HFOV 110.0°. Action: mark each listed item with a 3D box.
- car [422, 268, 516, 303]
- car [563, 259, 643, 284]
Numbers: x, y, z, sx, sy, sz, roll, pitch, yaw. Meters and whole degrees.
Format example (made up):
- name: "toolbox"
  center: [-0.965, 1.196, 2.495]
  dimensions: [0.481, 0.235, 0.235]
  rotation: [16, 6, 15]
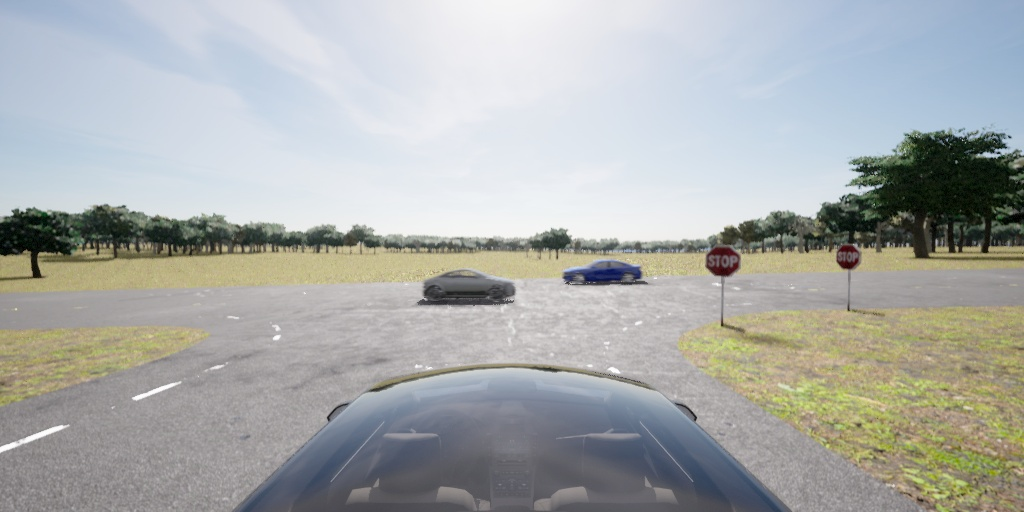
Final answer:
- name: "car"
  center: [-1.905, 1.252, 16.194]
  dimensions: [4.181, 1.385, 1.994]
  rotation: [0, 1, 0]
- name: "car"
  center: [5.790, 0.973, 23.120]
  dimensions: [5.008, 1.535, 1.882]
  rotation: [-1, 2, 0]
